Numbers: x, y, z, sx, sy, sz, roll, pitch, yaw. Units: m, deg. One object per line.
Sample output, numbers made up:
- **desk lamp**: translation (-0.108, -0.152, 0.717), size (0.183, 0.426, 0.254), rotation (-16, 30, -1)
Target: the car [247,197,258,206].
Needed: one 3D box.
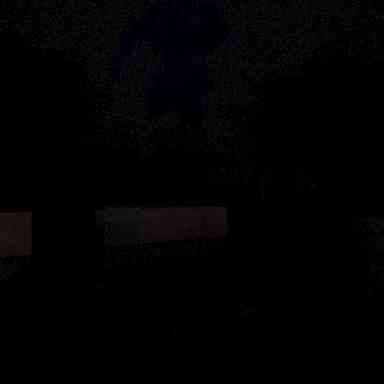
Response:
- **car**: translation (6.879, 1.641, 43.905), size (2.150, 2.045, 5.566), rotation (0, -1, -32)
